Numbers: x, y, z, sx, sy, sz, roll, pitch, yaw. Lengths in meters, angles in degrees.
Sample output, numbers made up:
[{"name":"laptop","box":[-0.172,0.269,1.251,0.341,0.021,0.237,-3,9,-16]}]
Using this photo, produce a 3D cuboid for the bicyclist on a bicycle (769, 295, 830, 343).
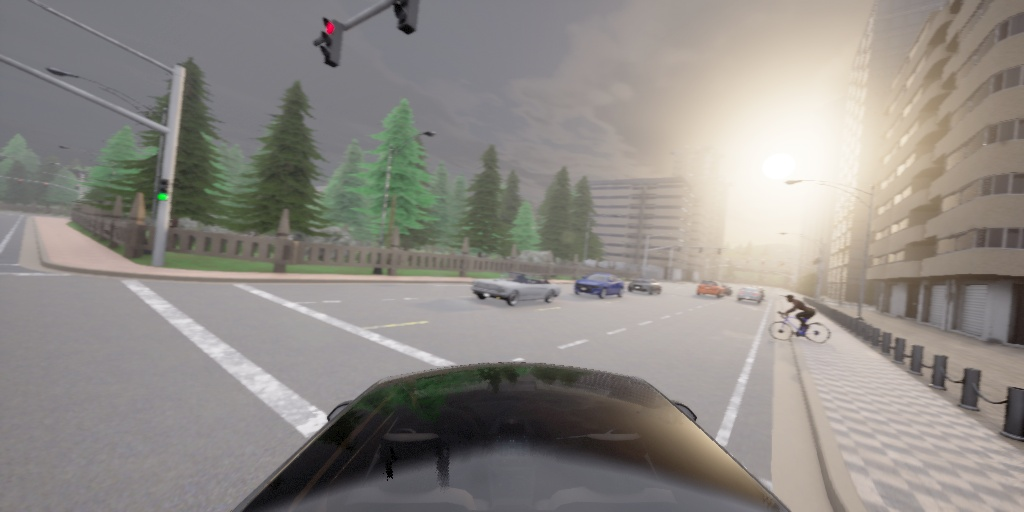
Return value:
[{"name":"bicyclist on a bicycle","box":[9.853,2.162,12.374,1.656,1.620,0.582,-4,-6,36]}]

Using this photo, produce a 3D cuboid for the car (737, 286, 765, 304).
[{"name":"car","box":[23.859,3.871,35.973,1.812,1.442,4.674,6,0,37]}]

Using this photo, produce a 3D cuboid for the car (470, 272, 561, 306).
[{"name":"car","box":[0.309,1.390,16.114,1.895,1.301,4.718,6,0,37]}]

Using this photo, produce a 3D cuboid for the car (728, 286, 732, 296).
[{"name":"car","box":[26.930,4.249,46.021,1.994,1.385,4.181,6,0,36]}]

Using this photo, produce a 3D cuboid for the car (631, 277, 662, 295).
[{"name":"car","box":[11.733,2.598,31.581,1.994,1.385,4.181,6,0,37]}]

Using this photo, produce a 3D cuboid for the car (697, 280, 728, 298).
[{"name":"car","box":[21.360,3.428,38.436,2.097,1.767,4.553,6,0,37]}]

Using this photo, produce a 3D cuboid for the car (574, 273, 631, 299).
[{"name":"car","box":[5.826,1.867,23.577,1.882,1.535,5.008,6,0,37]}]
